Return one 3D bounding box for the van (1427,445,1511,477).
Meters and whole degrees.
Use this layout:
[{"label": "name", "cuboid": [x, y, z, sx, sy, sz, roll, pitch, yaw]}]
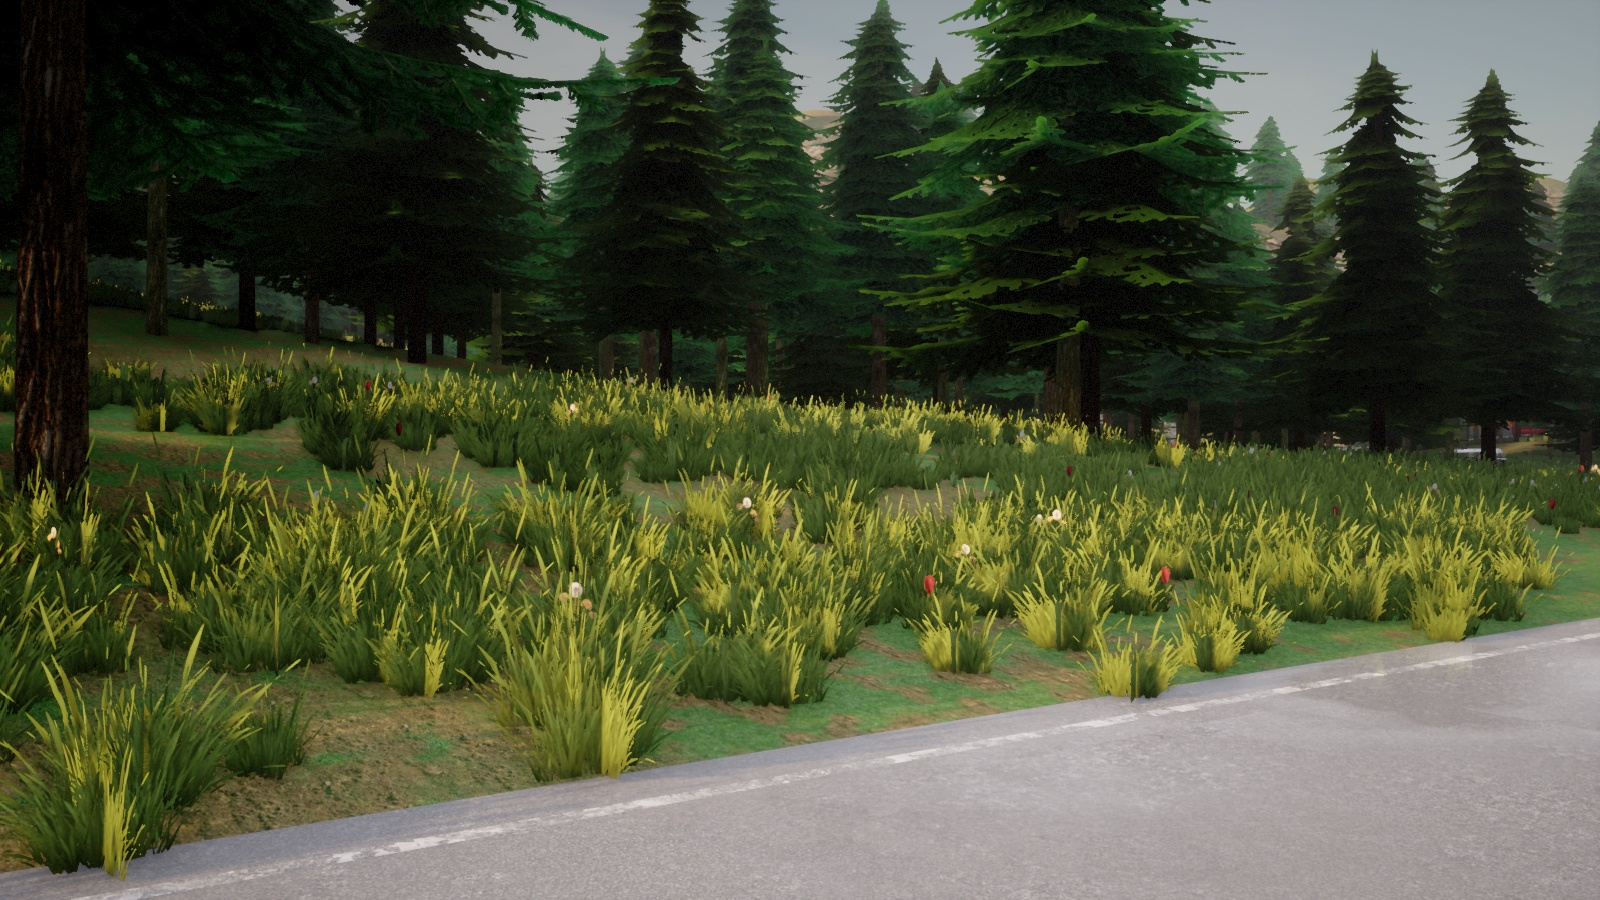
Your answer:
[{"label": "van", "cuboid": [44.902, 0.719, 84.353, 2.069, 2.038, 4.480, 0, 0, -35]}]
